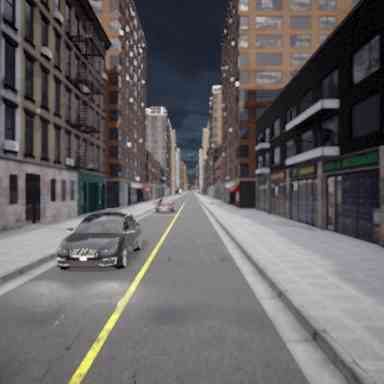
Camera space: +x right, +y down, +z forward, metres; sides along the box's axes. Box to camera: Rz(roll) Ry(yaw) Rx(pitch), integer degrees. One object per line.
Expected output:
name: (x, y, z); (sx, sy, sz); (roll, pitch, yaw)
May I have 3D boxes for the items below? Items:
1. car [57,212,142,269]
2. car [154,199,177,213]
car: (-2.837, 1.469, 11.098); (1.837, 1.490, 4.892); (0, 1, 0)
car: (-2.751, 1.443, 34.971); (1.812, 1.442, 4.674); (0, 0, 0)
